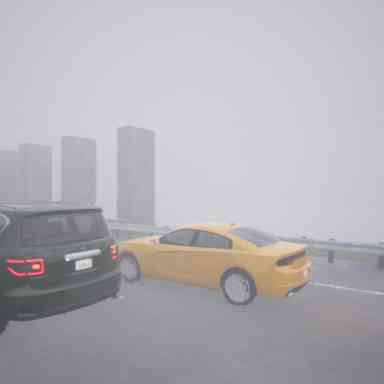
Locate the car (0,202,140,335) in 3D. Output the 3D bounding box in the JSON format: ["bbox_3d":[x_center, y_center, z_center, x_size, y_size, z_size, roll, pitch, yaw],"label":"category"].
[{"bbox_3d":[-3.875,1.221,6.753,5.566,2.045,2.150,0,0,35],"label":"car"}]

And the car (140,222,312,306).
[{"bbox_3d":[0.260,1.478,8.105,5.008,1.535,1.882,0,0,35],"label":"car"}]
